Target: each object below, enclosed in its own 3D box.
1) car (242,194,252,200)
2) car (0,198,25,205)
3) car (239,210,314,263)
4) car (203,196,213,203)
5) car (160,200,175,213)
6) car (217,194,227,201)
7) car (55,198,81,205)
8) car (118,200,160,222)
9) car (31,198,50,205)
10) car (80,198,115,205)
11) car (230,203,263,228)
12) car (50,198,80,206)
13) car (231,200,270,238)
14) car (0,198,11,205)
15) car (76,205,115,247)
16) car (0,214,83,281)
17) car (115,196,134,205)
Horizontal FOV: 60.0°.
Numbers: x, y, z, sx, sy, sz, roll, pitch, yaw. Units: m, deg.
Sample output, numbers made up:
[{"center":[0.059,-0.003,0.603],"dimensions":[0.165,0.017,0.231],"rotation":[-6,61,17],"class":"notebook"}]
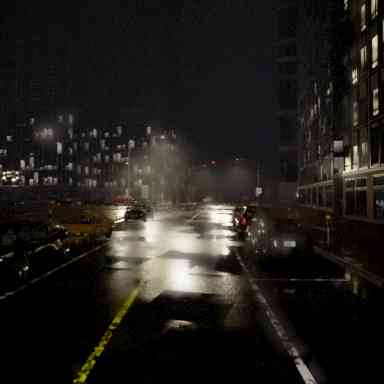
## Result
[{"center":[12.603,1.440,76.045],"dimensions":[2.192,1.841,5.009],"rotation":[1,0,15],"class":"car"},{"center":[-31.408,1.767,58.301],"dimensions":[4.403,1.369,2.008],"rotation":[0,-1,15],"class":"car"},{"center":[2.981,1.571,11.903],"dimensions":[1.947,1.339,4.313],"rotation":[1,0,2],"class":"car"},{"center":[3.602,1.675,73.806],"dimensions":[1.752,1.417,4.829],"rotation":[1,0,14],"class":"car"},{"center":[-2.983,1.595,37.153],"dimensions":[2.008,1.369,4.403],"rotation":[1,0,7],"class":"car"},{"center":[8.166,1.530,89.895],"dimensions":[2.192,1.841,5.009],"rotation":[1,0,16],"class":"car"},{"center":[-23.941,1.882,64.420],"dimensions":[4.403,1.369,2.008],"rotation":[0,-1,15],"class":"car"},{"center":[-4.114,1.578,26.396],"dimensions":[2.008,1.369,4.403],"rotation":[1,0,5],"class":"car"},{"center":[-29.499,1.893,65.947],"dimensions":[4.829,1.417,1.752],"rotation":[0,-1,15],"class":"car"},{"center":[-15.232,1.675,53.857],"dimensions":[4.313,1.339,1.947],"rotation":[0,-1,15],"class":"car"},{"center":[3.666,1.557,23.212],"dimensions":[1.887,1.381,4.507],"rotation":[1,0,5],"class":"car"},{"center":[-20.624,1.695,55.338],"dimensions":[4.403,1.369,2.008],"rotation":[0,-1,15],"class":"car"},{"center":[3.275,1.449,17.583],"dimensions":[1.967,1.590,4.097],"rotation":[1,0,4],"class":"car"},{"center":[-40.125,1.989,68.866],"dimensions":[4.403,1.369,2.008],"rotation":[0,-1,15],"class":"car"},{"center":[-4.884,1.540,15.297],"dimensions":[1.752,1.417,4.829],"rotation":[1,0,3],"class":"car"},{"center":[-5.116,1.574,9.973],"dimensions":[1.947,1.339,4.313],"rotation":[1,0,2],"class":"car"},{"center":[-13.152,1.575,61.461],"dimensions":[5.009,1.841,2.192],"rotation":[0,-1,15],"class":"car"}]
